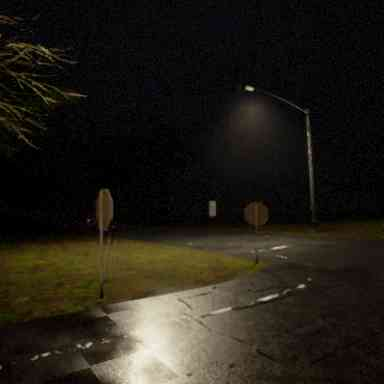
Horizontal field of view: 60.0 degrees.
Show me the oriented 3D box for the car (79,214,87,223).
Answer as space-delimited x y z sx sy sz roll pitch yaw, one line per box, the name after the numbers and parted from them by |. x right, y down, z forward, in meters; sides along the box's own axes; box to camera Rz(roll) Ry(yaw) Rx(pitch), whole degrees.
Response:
-18.798 4.762 59.488 1.837 1.490 4.892 -1 -2 -34 | car

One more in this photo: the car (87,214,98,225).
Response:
-15.082 4.514 54.127 1.812 1.442 4.674 -1 -2 -34 | car
